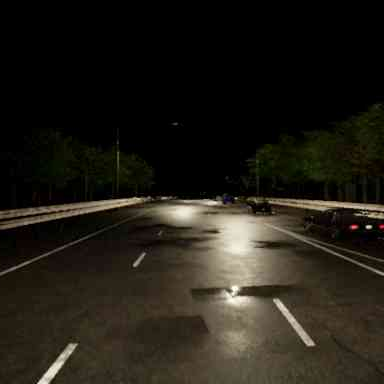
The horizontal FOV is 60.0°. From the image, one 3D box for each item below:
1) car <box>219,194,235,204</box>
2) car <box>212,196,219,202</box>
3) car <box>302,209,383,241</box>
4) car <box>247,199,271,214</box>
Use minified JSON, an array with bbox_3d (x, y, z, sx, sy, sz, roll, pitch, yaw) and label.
[{"bbox_3d":[7.101,1.334,65.475,2.150,2.045,5.566,0,0,0],"label":"car"},{"bbox_3d":[7.241,1.884,89.549,1.812,1.442,4.674,0,-1,0],"label":"car"},{"bbox_3d":[7.419,1.563,16.820,2.033,1.411,5.357,0,0,-4],"label":"car"},{"bbox_3d":[7.018,1.510,35.069,2.128,1.511,4.902,0,0,0],"label":"car"}]
